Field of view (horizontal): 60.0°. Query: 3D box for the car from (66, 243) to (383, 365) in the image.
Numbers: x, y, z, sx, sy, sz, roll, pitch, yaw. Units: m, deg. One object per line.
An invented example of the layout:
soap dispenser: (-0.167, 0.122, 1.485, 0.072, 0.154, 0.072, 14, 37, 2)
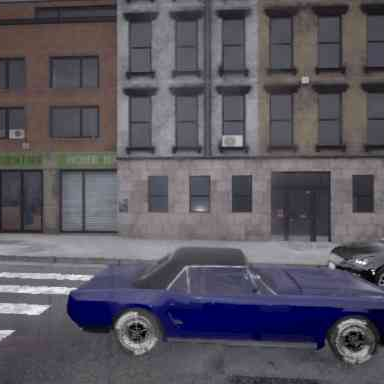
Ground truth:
car: (0.658, 1.603, 5.318, 4.718, 1.301, 1.895, 1, 0, 3)

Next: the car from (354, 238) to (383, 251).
car: (5.874, 1.607, 7.983, 4.902, 1.511, 2.128, 1, 0, 3)
